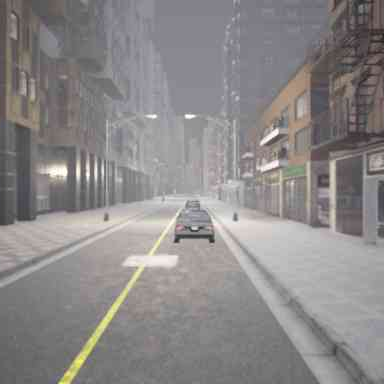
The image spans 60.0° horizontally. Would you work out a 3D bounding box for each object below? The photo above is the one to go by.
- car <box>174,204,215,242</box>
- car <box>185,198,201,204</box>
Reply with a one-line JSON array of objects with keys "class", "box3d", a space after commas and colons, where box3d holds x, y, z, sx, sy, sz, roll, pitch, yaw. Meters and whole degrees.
[{"class": "car", "box3d": [0.103, 1.554, 16.343, 2.033, 1.411, 5.357, 0, 0, 0]}, {"class": "car", "box3d": [0.106, 1.496, 43.034, 2.128, 1.511, 4.902, 0, 0, 0]}]
